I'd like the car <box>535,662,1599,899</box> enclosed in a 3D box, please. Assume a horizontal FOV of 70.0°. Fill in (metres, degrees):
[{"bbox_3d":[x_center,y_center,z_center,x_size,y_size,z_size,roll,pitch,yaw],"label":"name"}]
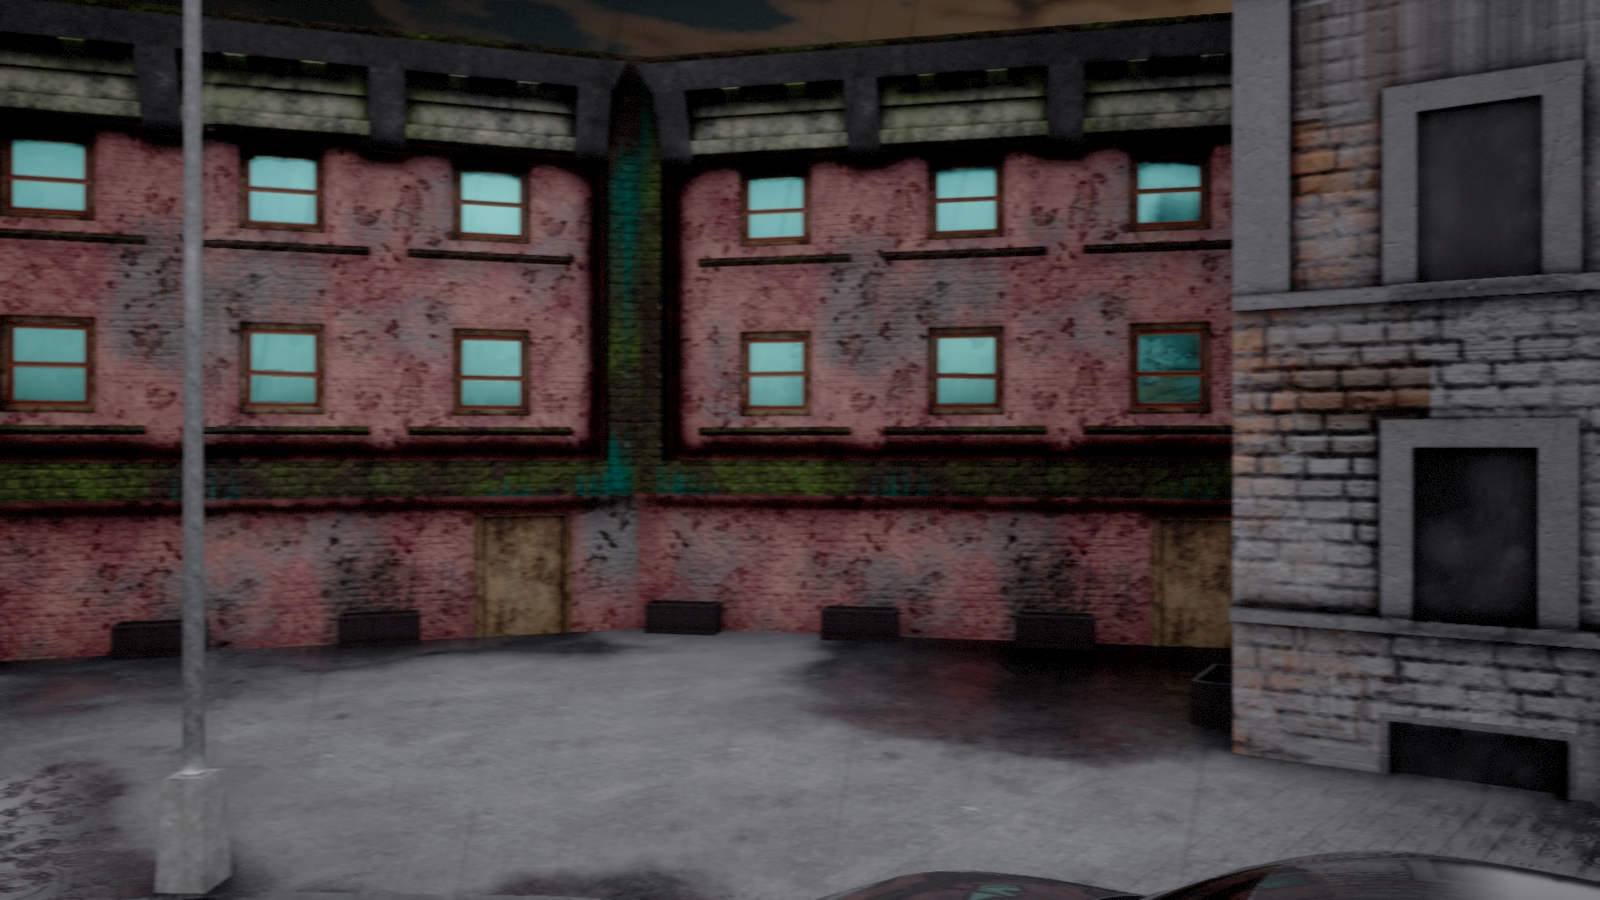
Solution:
[{"bbox_3d":[1.792,1.803,3.302,5.006,1.535,2.097,0,0,33],"label":"car"}]
